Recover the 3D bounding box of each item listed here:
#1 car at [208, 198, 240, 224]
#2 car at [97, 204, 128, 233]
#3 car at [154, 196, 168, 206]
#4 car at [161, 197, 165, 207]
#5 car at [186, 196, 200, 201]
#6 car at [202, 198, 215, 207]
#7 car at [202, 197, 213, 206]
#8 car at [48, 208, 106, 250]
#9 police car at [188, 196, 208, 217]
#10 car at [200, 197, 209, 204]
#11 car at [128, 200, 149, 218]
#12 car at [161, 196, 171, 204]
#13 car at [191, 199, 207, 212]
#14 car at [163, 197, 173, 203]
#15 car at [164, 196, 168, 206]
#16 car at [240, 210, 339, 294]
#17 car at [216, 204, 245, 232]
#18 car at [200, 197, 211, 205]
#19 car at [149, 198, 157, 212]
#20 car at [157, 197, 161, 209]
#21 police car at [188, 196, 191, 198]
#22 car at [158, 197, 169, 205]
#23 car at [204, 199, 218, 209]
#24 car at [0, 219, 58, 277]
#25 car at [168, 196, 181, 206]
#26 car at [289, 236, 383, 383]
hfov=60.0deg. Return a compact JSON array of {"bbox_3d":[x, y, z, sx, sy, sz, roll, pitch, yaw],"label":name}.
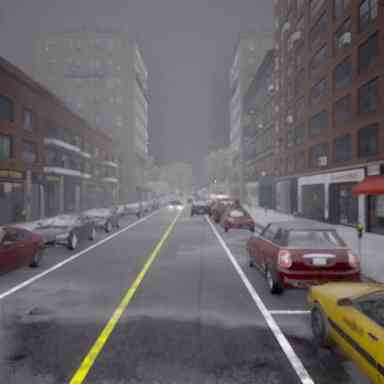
[{"bbox_3d":[2.634,1.368,25.362,2.192,1.841,5.009,0,0,0],"label":"car"},{"bbox_3d":[-5.390,1.592,19.834,2.008,1.369,4.403,0,0,0],"label":"car"},{"bbox_3d":[-5.396,1.566,58.466,1.967,1.590,4.097,0,0,0],"label":"car"},{"bbox_3d":[-5.394,1.665,47.429,1.947,1.339,4.313,0,0,0],"label":"car"},{"bbox_3d":[0.289,1.588,83.148,1.994,1.385,4.181,0,0,23],"label":"car"},{"bbox_3d":[2.630,1.694,52.952,1.802,1.307,4.206,0,0,0],"label":"car"},{"bbox_3d":[2.629,1.652,58.641,1.752,1.417,4.829,0,0,0],"label":"car"},{"bbox_3d":[-5.389,1.581,14.316,2.008,1.369,4.403,0,0,0],"label":"car"},{"bbox_3d":[0.820,1.491,31.838,1.930,1.638,5.238,0,0,0],"label":"police car"},{"bbox_3d":[2.627,1.739,69.506,1.802,1.307,4.206,0,0,0],"label":"car"},{"bbox_3d":[-5.392,1.646,30.872,1.802,1.307,4.206,0,0,0],"label":"car"},{"bbox_3d":[-5.398,1.597,69.504,1.967,1.590,4.097,0,0,0],"label":"car"},{"bbox_3d":[0.819,1.613,41.728,1.812,1.442,4.674,0,0,0],"label":"car"},{"bbox_3d":[-5.399,1.755,75.022,1.802,1.307,4.206,0,0,0],"label":"car"},{"bbox_3d":[-5.395,1.662,52.947,2.008,1.369,4.403,0,0,0],"label":"car"},{"bbox_3d":[2.636,1.459,8.805,1.967,1.590,4.097,0,0,0],"label":"car"},{"bbox_3d":[2.635,1.623,19.843,1.802,1.307,4.206,0,0,0],"label":"car"},{"bbox_3d":[2.628,1.686,63.989,1.887,1.381,4.507,0,0,0],"label":"car"},{"bbox_3d":[-5.393,1.626,36.391,2.008,1.369,4.403,0,0,0],"label":"car"},{"bbox_3d":[-5.393,1.631,41.910,1.887,1.381,4.507,0,0,0],"label":"car"},{"bbox_3d":[0.818,1.525,47.838,1.930,1.638,5.238,0,0,0],"label":"police car"},{"bbox_3d":[-5.397,1.666,63.815,1.752,1.417,4.829,0,0,0],"label":"car"},{"bbox_3d":[2.631,1.681,47.434,1.802,1.307,4.206,0,0,0],"label":"car"},{"bbox_3d":[-5.389,1.600,8.796,1.802,1.307,4.206,0,0,0],"label":"car"},{"bbox_3d":[-2.816,1.723,57.127,1.895,1.301,4.718,0,0,1],"label":"car"},{"bbox_3d":[2.637,1.533,3.457,1.752,1.417,4.829,0,0,0],"label":"car"}]
